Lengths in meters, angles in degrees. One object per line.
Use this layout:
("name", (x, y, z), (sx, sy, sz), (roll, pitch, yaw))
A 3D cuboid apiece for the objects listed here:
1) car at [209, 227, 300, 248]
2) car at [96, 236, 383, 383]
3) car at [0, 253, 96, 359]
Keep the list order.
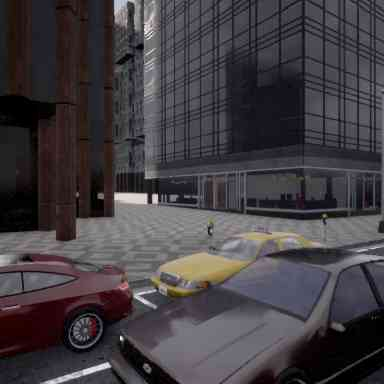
("car", (1.419, 1.525, 7.644), (4.829, 1.417, 1.752), (0, 0, -35))
("car", (1.692, 1.547, 4.573), (5.357, 1.411, 2.033), (0, 0, -35))
("car", (-2.879, 1.582, 4.596), (4.206, 1.307, 1.802), (0, 0, -35))
